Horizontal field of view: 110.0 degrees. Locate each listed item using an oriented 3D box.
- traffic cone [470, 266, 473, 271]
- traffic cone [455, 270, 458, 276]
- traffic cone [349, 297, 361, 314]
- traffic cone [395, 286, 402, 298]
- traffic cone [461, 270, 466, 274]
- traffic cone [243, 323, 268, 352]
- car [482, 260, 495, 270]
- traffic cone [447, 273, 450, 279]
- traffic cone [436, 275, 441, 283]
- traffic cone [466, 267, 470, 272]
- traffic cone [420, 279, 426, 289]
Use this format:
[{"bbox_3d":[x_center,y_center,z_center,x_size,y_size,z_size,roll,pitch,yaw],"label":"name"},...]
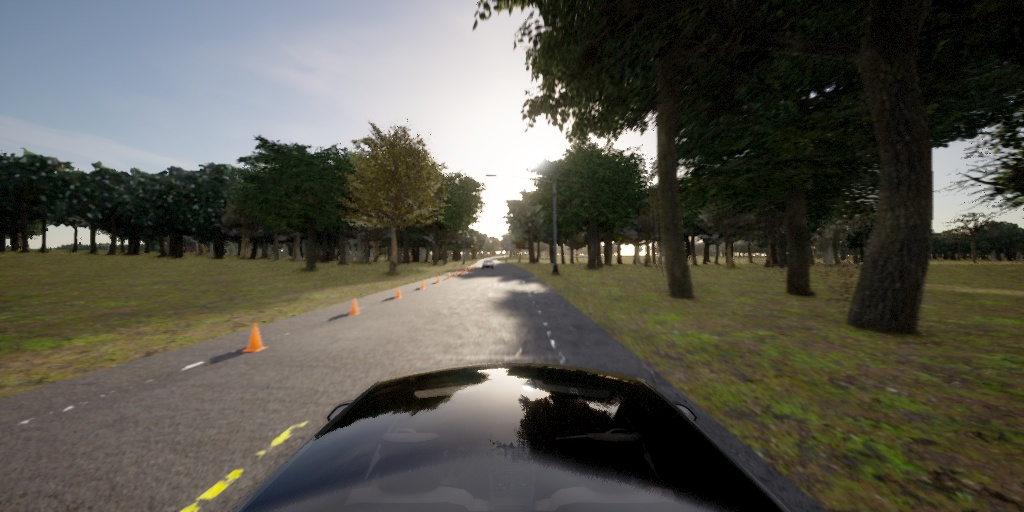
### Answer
[{"bbox_3d":[-6.214,1.847,52.838,0.340,0.580,0.340,0,0,-2],"label":"traffic cone"},{"bbox_3d":[-5.873,1.817,37.875,0.340,0.580,0.340,0,0,-1],"label":"traffic cone"},{"bbox_3d":[-5.669,1.784,12.932,0.340,0.580,0.340,0,0,0],"label":"traffic cone"},{"bbox_3d":[-5.673,1.789,17.921,0.340,0.580,0.340,0,0,0],"label":"traffic cone"},{"bbox_3d":[-5.968,1.825,42.863,0.340,0.580,0.340,0,0,-1],"label":"traffic cone"},{"bbox_3d":[-5.683,1.780,7.943,0.340,0.580,0.340,0,0,0],"label":"traffic cone"},{"bbox_3d":[-3.734,1.374,56.285,1.837,1.490,4.892,-1,0,-2],"label":"car"},{"bbox_3d":[-5.795,1.809,32.887,0.340,0.580,0.340,0,0,-1],"label":"traffic cone"},{"bbox_3d":[-5.736,1.801,27.898,0.340,0.580,0.340,0,0,-1],"label":"traffic cone"},{"bbox_3d":[-6.082,1.835,47.851,0.340,0.580,0.340,0,0,-1],"label":"traffic cone"},{"bbox_3d":[-5.696,1.794,22.909,0.340,0.580,0.340,0,0,0],"label":"traffic cone"}]
